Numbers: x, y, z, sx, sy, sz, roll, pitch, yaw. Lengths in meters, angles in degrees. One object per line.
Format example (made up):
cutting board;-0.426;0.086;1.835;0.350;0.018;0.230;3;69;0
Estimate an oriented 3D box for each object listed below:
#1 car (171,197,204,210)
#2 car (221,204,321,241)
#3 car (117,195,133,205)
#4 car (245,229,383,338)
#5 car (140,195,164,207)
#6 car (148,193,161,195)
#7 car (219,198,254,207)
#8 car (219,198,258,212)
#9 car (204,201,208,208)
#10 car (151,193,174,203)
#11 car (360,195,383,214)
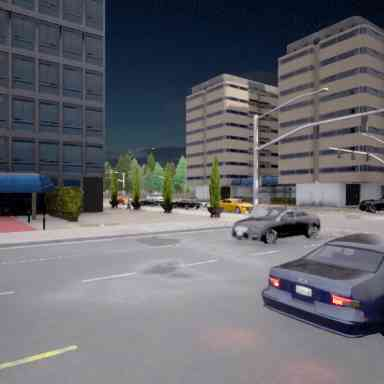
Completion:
car;-0.865;1.601;43.641;1.895;1.301;4.718;0;0;-35
car;4.008;1.491;15.474;4.902;1.511;2.128;0;0;-36
car;-11.976;1.352;59.577;2.097;1.767;4.553;0;0;-35
car;3.750;1.547;6.496;5.357;1.411;2.033;0;0;-35
car;-6.138;1.601;51.174;1.895;1.301;4.718;0;0;-35
car;-5.783;1.221;56.788;2.150;2.045;5.566;0;0;-34
car;4.495;1.478;35.987;1.882;1.535;5.008;0;0;-35
car;5.594;1.505;40.521;1.837;1.490;4.892;0;0;-35
car;0.282;1.491;48.105;2.128;1.511;4.902;0;0;-35
car;-6.254;1.222;69.912;2.150;2.045;5.566;0;0;-35
car;20.097;1.221;33.570;5.566;2.045;2.150;0;1;31
